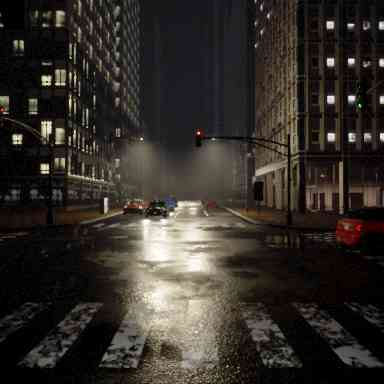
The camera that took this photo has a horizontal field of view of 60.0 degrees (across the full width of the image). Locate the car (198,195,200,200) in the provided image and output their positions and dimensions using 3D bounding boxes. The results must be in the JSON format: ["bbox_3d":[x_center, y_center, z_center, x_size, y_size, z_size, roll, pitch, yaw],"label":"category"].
[{"bbox_3d":[2.677,1.590,61.686,1.947,1.339,4.313,1,0,0],"label":"car"}]

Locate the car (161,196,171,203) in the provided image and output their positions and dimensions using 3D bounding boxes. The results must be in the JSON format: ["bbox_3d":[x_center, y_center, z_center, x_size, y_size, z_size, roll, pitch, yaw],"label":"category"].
[{"bbox_3d":[-5.707,1.573,72.763,1.887,1.381,4.507,1,0,0],"label":"car"}]

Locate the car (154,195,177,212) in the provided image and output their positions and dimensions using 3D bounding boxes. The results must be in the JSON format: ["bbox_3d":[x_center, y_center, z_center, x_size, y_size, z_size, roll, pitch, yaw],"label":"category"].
[{"bbox_3d":[-3.114,1.493,39.825,1.882,1.535,5.008,0,0,0],"label":"car"}]

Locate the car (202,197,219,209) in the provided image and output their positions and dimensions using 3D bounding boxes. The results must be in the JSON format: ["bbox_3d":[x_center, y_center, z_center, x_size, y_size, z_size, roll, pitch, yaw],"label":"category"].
[{"bbox_3d":[2.684,1.599,44.953,1.802,1.307,4.206,1,0,0],"label":"car"}]

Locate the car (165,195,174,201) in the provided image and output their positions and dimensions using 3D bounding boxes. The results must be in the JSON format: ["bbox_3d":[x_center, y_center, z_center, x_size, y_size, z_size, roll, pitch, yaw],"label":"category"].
[{"bbox_3d":[-5.712,1.578,83.913,1.887,1.381,4.507,1,0,0],"label":"car"}]

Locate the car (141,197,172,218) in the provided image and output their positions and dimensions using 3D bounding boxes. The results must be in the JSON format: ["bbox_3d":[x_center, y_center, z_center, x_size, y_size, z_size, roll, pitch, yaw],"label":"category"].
[{"bbox_3d":[-3.112,1.516,30.320,1.837,1.490,4.892,0,0,0],"label":"car"}]

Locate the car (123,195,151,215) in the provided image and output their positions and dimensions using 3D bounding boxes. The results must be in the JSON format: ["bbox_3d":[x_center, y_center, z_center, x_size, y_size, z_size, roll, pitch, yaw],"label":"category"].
[{"bbox_3d":[-5.688,1.453,33.737,1.967,1.590,4.097,1,0,0],"label":"car"}]

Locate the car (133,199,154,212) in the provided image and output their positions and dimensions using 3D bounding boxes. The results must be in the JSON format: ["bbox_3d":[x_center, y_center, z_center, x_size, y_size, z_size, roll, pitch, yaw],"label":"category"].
[{"bbox_3d":[-5.694,1.597,39.312,1.802,1.307,4.206,1,0,0],"label":"car"}]

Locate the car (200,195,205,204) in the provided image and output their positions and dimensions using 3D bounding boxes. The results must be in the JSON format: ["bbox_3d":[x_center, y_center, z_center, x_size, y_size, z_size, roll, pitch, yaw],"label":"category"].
[{"bbox_3d":[2.681,1.547,56.279,1.752,1.417,4.829,1,0,0],"label":"car"}]

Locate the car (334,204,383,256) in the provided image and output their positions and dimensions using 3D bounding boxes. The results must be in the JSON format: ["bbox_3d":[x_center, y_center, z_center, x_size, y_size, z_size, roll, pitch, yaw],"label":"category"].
[{"bbox_3d":[7.897,1.343,12.465,4.553,1.767,2.097,0,-1,0],"label":"car"}]

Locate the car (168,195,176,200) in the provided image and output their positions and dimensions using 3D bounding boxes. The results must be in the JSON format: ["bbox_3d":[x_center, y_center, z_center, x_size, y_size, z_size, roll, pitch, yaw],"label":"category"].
[{"bbox_3d":[-5.717,1.605,95.064,1.947,1.339,4.313,1,0,0],"label":"car"}]

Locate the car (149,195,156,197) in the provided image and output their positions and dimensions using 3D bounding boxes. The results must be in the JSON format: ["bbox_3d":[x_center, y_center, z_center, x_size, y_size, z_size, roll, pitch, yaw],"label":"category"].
[{"bbox_3d":[-5.691,1.332,44.888,2.192,1.841,5.009,1,0,0],"label":"car"}]

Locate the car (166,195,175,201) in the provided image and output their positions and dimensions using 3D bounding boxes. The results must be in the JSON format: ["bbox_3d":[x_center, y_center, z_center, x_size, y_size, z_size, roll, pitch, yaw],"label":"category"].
[{"bbox_3d":[-5.714,1.587,89.489,2.008,1.369,4.403,1,0,0],"label":"car"}]

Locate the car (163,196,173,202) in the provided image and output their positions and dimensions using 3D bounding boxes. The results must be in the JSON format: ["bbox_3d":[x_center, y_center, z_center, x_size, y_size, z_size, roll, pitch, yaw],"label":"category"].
[{"bbox_3d":[-5.709,1.582,78.338,2.008,1.369,4.403,1,0,0],"label":"car"}]
